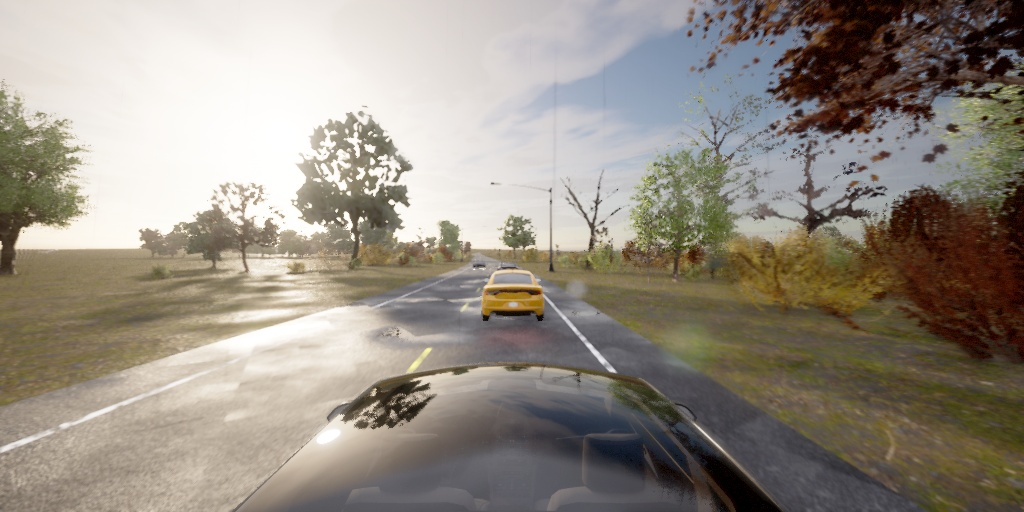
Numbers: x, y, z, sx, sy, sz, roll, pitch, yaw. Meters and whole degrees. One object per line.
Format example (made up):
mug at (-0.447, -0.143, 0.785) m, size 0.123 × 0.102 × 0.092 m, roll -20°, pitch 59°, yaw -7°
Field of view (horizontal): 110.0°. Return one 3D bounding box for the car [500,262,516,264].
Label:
car at (-0.355, 1.223, 30.003) m, size 2.128 × 1.511 × 4.902 m, roll 0°, pitch 0°, yaw -2°

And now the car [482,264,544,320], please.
car at (0.011, 1.224, 12.634) m, size 1.882 × 1.535 × 5.008 m, roll 0°, pitch 0°, yaw -1°

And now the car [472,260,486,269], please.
car at (-5.142, 1.256, 56.309) m, size 1.994 × 1.385 × 4.181 m, roll 0°, pitch 0°, yaw -3°
